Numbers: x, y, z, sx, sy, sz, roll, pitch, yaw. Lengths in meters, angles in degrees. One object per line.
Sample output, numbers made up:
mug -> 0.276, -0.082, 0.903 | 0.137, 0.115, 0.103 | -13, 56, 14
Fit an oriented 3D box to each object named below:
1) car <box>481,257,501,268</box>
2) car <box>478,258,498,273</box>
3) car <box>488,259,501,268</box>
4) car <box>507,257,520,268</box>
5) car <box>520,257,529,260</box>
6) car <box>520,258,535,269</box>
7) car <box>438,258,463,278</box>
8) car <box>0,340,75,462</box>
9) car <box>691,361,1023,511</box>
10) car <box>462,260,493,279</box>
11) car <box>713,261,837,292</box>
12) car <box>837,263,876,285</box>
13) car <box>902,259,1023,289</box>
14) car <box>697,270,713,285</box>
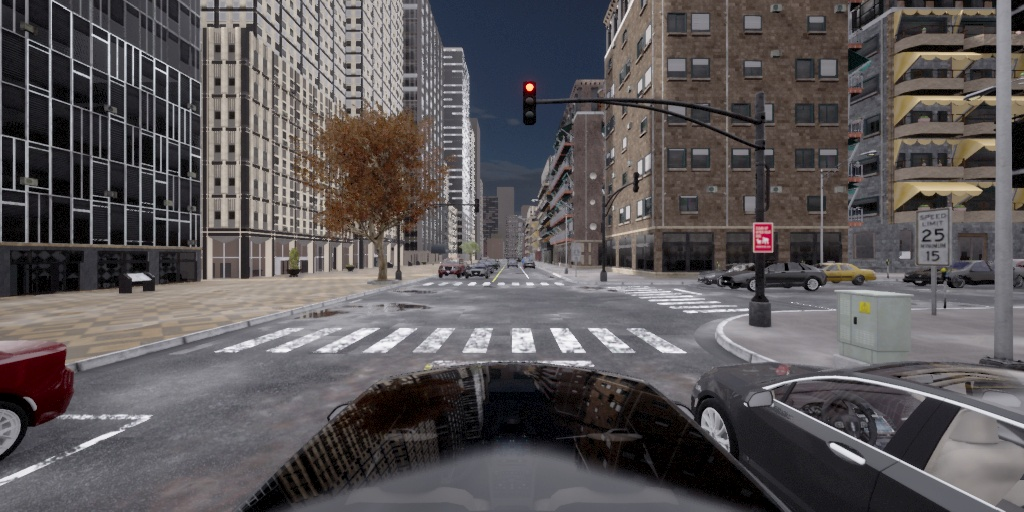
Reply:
car -> -3.074, 1.130, 52.408 | 2.097, 1.767, 4.553 | 0, 0, 0
car -> -3.088, 1.317, 42.259 | 2.033, 1.411, 5.357 | 0, 0, 0
car -> -3.030, 1.281, 62.786 | 2.128, 1.511, 4.902 | 0, 0, 0
car -> 0.128, 1.337, 62.991 | 2.033, 1.411, 5.357 | 0, 0, 0
car -> 2.708, 1.314, 62.174 | 1.751, 1.417, 4.829 | 0, 0, 0
car -> 2.706, 1.348, 56.481 | 1.948, 1.339, 4.313 | 0, 0, 0
car -> -5.682, 1.078, 34.393 | 2.192, 1.841, 5.009 | 0, 0, 0
car -> -5.691, 1.295, 2.005 | 1.888, 1.381, 4.507 | 0, 0, 0
car -> 2.689, 1.300, 2.002 | 2.007, 1.370, 4.403 | 0, 0, 0
car -> -3.082, 1.326, 32.874 | 1.994, 1.385, 4.181 | 0, 0, 1
car -> 13.656, 1.047, 18.837 | 4.892, 1.490, 1.837 | -1, 0, 0
car -> 18.838, 0.992, 21.468 | 4.829, 1.417, 1.751 | 0, 0, -1
car -> 24.101, 0.944, 18.928 | 5.357, 1.411, 2.033 | -1, 0, 0
car -> 13.441, 1.095, 21.415 | 4.403, 1.370, 2.007 | 0, 0, -1
